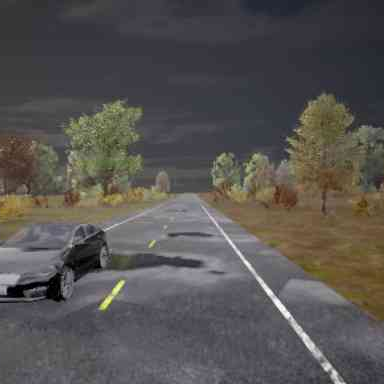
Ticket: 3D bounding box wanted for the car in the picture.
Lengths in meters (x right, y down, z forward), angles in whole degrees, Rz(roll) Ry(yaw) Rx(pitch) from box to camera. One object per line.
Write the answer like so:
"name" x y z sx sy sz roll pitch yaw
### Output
"car" -3.501 1.514 8.434 2.128 1.511 4.902 0 0 0
